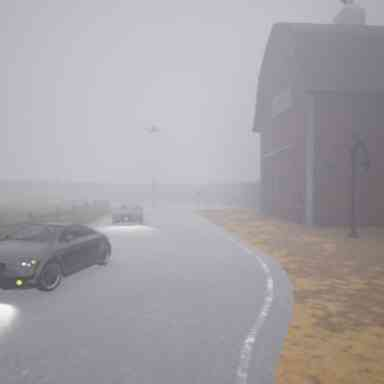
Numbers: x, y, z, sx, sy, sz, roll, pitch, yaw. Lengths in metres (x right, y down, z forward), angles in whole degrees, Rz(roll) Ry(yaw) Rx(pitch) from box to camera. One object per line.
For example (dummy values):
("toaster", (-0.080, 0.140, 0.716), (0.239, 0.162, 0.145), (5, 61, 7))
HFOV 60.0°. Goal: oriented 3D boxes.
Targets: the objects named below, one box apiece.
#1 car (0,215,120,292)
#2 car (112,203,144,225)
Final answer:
("car", (-3.840, 1.538, 8.930), (1.994, 1.385, 4.181), (0, 0, 12))
("car", (-4.379, 1.487, 23.173), (1.994, 1.385, 4.181), (0, 0, -6))
